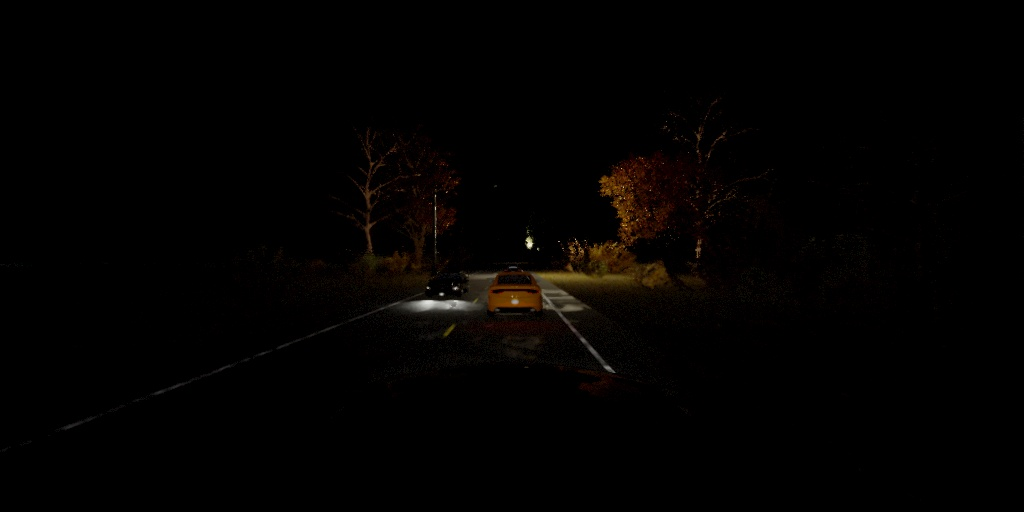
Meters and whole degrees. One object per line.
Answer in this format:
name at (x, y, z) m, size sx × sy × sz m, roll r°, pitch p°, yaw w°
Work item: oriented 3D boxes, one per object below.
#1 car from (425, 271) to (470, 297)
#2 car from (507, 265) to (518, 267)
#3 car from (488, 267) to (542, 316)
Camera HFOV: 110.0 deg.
car at (-3.505, 1.545, 20.516) m, size 2.033 × 1.411 × 5.357 m, roll 0°, pitch -1°, yaw 0°
car at (0.089, 1.696, 40.795) m, size 1.994 × 1.385 × 4.181 m, roll 0°, pitch 0°, yaw 0°
car at (0.097, 1.357, 14.161) m, size 1.882 × 1.535 × 5.008 m, roll 0°, pitch 0°, yaw 0°
